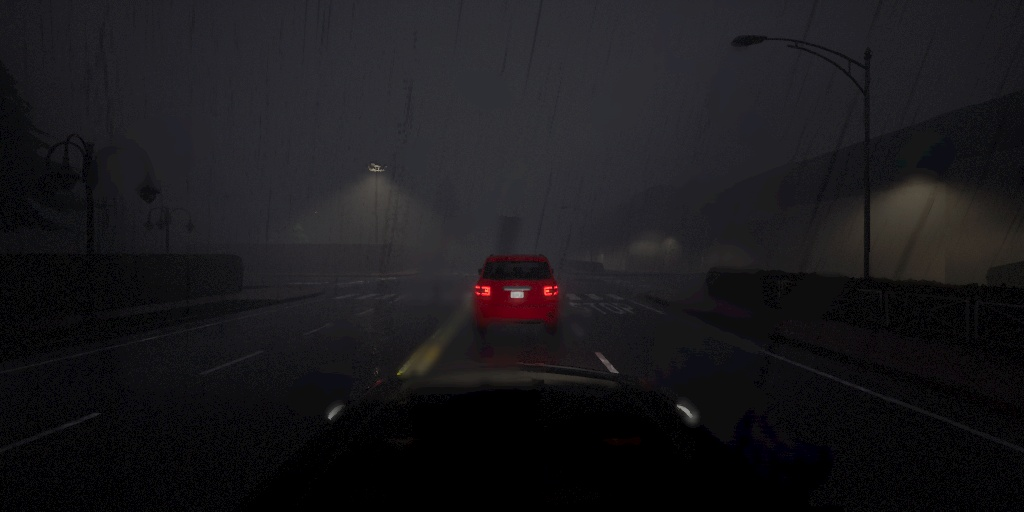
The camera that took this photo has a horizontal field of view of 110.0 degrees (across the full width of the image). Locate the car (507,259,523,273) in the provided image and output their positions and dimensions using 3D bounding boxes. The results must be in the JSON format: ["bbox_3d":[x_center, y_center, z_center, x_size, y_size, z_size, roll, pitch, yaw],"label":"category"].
[{"bbox_3d":[0.368,1.228,45.650,1.882,1.535,5.008,0,0,1],"label":"car"}]

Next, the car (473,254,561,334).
[{"bbox_3d":[0.124,0.971,10.800,2.150,2.045,5.566,0,0,0],"label":"car"}]
